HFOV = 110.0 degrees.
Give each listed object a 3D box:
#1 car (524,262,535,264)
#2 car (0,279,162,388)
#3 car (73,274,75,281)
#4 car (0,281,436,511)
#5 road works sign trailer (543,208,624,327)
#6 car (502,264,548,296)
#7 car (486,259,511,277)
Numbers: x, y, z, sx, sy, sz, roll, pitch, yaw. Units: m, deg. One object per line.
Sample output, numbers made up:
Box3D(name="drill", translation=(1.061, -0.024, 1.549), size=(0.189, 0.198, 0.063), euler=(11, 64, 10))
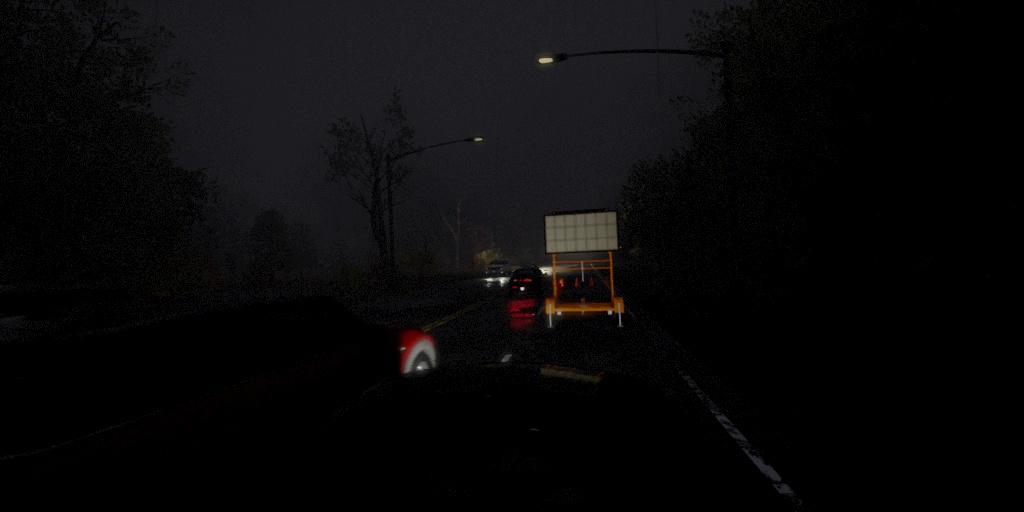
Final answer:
Box3D(name="car", translation=(2.061, 1.538, 44.614), size=(2.128, 1.511, 4.902), euler=(-3, 0, 11))
Box3D(name="car", translation=(-8.930, 1.263, 5.414), size=(2.128, 1.511, 4.902), euler=(0, 0, 10))
Box3D(name="car", translation=(-5.981, 1.117, 3.283), size=(2.097, 1.767, 4.553), euler=(0, 0, 11))
Box3D(name="car", translation=(-2.432, 1.108, 3.422), size=(2.097, 1.767, 4.553), euler=(0, 0, 11))
Box3D(name="road works sign trailer", translation=(2.402, 0.289, 11.845), size=(2.380, 3.560, 2.880), euler=(0, 0, 11))
Box3D(name="car", translation=(1.011, 1.457, 21.403), size=(1.837, 1.490, 4.892), euler=(-3, 0, 11))
Box3D(name="car", translation=(-1.544, 1.418, 43.211), size=(2.150, 2.045, 5.566), euler=(-3, 0, 11))
